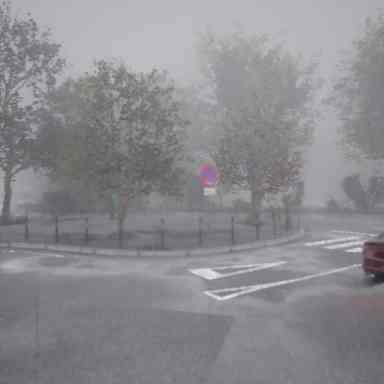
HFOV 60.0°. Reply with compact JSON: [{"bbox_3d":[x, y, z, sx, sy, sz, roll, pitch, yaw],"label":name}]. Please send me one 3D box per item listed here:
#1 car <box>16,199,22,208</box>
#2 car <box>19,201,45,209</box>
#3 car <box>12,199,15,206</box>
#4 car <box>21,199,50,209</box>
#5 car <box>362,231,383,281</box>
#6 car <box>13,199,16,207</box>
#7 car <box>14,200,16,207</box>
[{"bbox_3d":[-33.312,2.545,69.911,5.566,2.045,2.435,-1,-1,-32],"label":"car"},{"bbox_3d":[-34.721,2.848,72.208,4.892,1.521,2.231,-1,-1,-32],"label":"car"},{"bbox_3d":[-40.770,3.050,81.744,5.008,1.535,2.097,-1,-1,-32],"label":"car"},{"bbox_3d":[-30.251,2.552,65.007,4.553,1.767,2.185,-1,0,-32],"label":"car"},{"bbox_3d":[6.349,1.455,8.718,5.008,1.535,1.882,-1,0,-38],"label":"car"},{"bbox_3d":[-39.261,3.000,79.358,5.008,1.535,2.097,-1,-1,-32],"label":"car"},{"bbox_3d":[-37.751,2.951,76.972,4.892,1.521,2.231,0,-1,-32],"label":"car"}]
